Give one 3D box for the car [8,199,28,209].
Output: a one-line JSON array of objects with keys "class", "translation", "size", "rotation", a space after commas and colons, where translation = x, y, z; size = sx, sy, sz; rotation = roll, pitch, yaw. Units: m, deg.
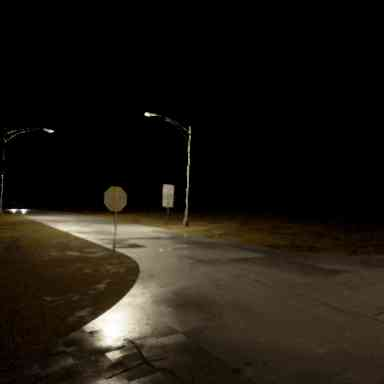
[{"class": "car", "translation": [-24.098, 1.625, 45.988], "size": [1.994, 1.385, 4.181], "rotation": [4, -2, -35]}]
